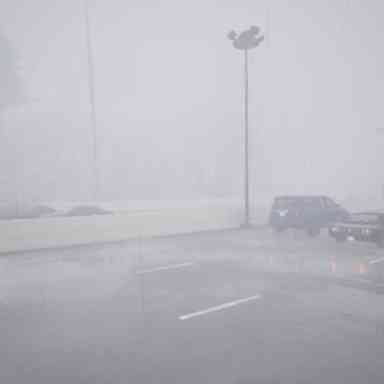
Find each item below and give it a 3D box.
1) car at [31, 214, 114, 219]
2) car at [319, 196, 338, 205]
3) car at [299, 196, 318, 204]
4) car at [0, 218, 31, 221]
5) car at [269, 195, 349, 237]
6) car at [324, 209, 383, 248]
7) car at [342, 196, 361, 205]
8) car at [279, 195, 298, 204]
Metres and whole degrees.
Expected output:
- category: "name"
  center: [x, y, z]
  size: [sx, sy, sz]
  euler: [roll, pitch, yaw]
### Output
- category: "car"
  center: [-7.111, 1.543, 20.679]
  size: [4.674, 1.442, 1.812]
  euler: [0, 0, -38]
- category: "car"
  center: [23.182, 1.394, 56.256]
  size: [1.994, 1.385, 4.181]
  euler: [0, 0, 37]
- category: "car"
  center: [20.565, 1.409, 58.582]
  size: [1.994, 1.385, 4.181]
  euler: [0, 0, 37]
- category: "car"
  center: [-10.639, 1.635, 22.346]
  size: [4.718, 1.301, 1.895]
  euler: [0, 0, -37]
- category: "car"
  center: [6.437, 1.172, 17.895]
  size: [5.566, 2.045, 2.150]
  euler: [0, 0, -40]
- category: "car"
  center: [8.001, 1.547, 14.635]
  size: [4.718, 1.301, 1.895]
  euler: [0, 0, -40]
- category: "car"
  center: [26.094, 1.344, 54.294]
  size: [1.812, 1.442, 4.674]
  euler: [0, 0, 37]
- category: "car"
  center: [17.706, 1.382, 60.607]
  size: [1.812, 1.442, 4.674]
  euler: [0, 0, 37]
